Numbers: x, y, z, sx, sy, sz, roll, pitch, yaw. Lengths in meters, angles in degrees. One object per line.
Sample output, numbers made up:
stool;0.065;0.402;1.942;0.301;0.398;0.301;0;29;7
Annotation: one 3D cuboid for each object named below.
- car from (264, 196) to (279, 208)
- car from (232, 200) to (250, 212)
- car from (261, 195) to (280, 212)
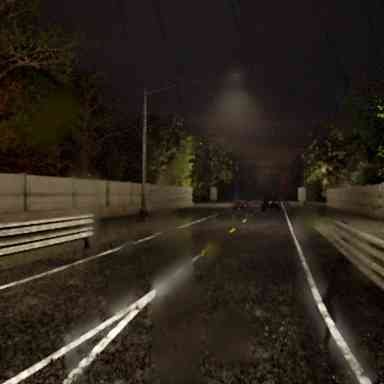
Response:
car;12.661;1.572;52.731;2.097;1.767;4.553;-1;0;14
car;6.227;1.748;42.100;1.895;1.301;4.718;1;0;15
car;10.105;1.414;42.784;2.150;2.045;5.566;0;0;14
